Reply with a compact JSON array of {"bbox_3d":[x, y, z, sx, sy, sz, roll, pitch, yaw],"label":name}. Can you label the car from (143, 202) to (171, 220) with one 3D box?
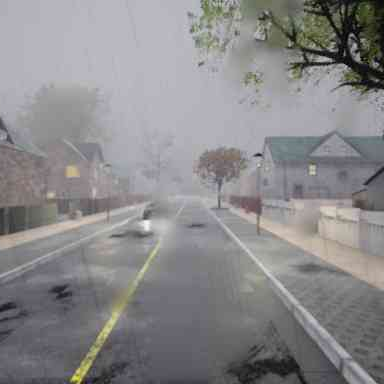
[{"bbox_3d":[-2.764,1.482,27.037,1.994,1.385,4.181,0,0,1],"label":"car"}]
